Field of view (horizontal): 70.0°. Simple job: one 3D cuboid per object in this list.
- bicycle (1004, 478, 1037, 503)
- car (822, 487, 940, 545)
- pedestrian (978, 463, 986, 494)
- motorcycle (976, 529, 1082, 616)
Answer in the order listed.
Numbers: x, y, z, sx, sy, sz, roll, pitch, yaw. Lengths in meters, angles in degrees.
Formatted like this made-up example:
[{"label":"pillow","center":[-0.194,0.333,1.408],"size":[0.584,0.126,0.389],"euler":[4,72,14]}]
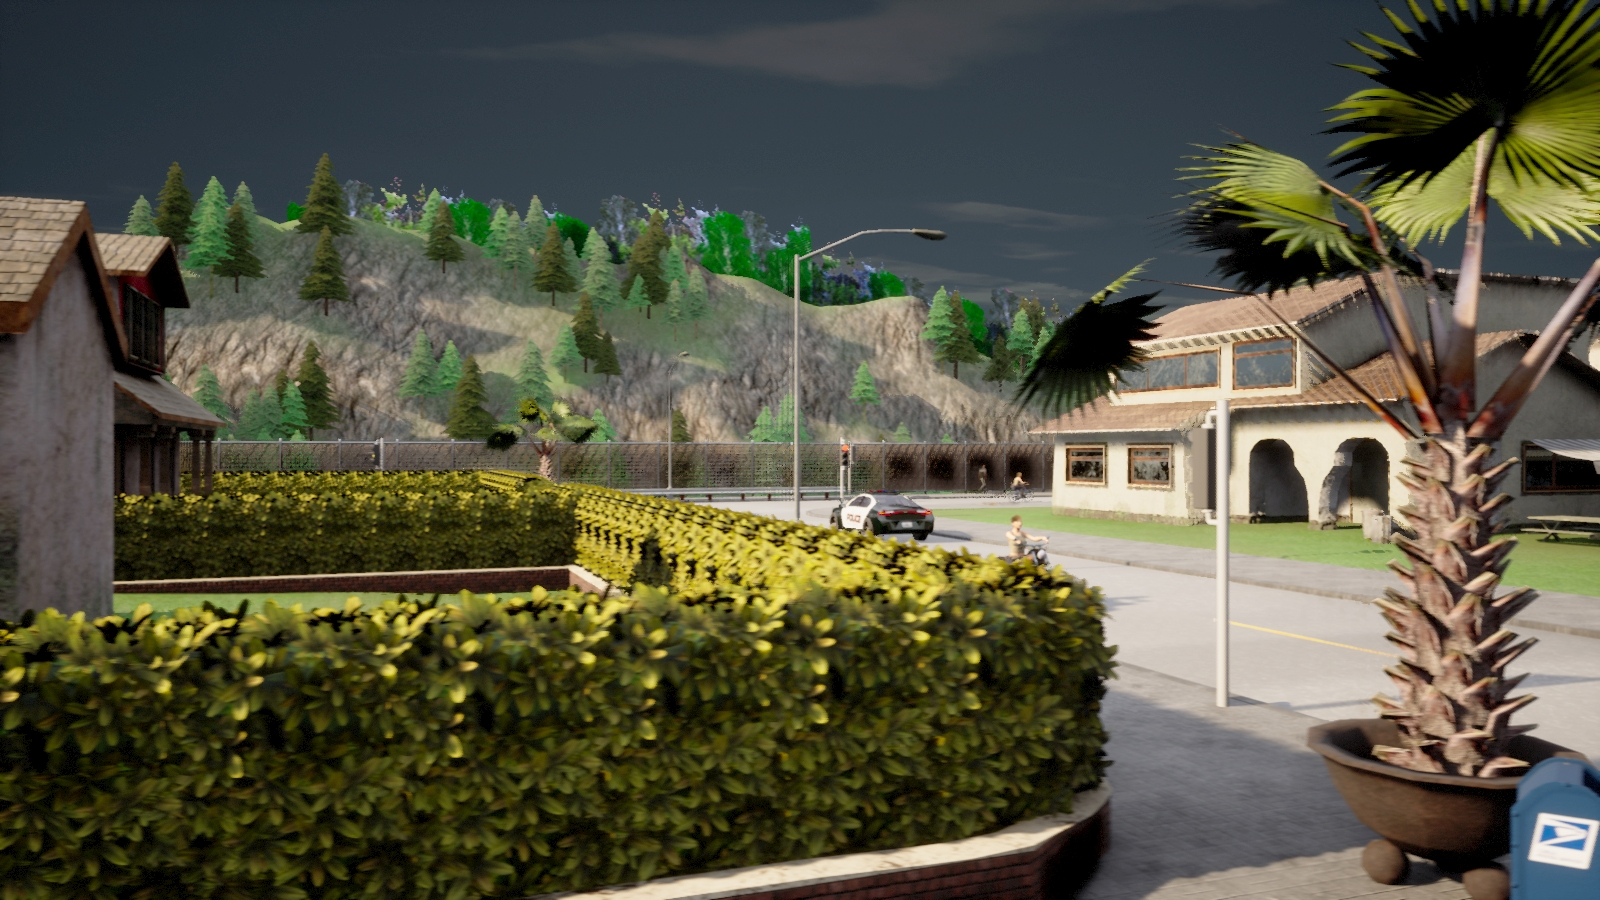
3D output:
[{"label":"bicycle","center":[11.738,2.158,60.796],"size":[1.487,1.276,0.859],"euler":[0,0,-20]},{"label":"car","center":[2.489,2.038,36.572],"size":[2.038,1.542,4.974],"euler":[0,0,-18]},{"label":"pedestrian","center":[11.115,1.745,69.801],"size":[0.375,1.860,0.375],"euler":[0,0,-29]},{"label":"motorcycle","center":[4.069,2.155,20.541],"size":[0.764,1.307,2.356],"euler":[0,0,-20]}]
